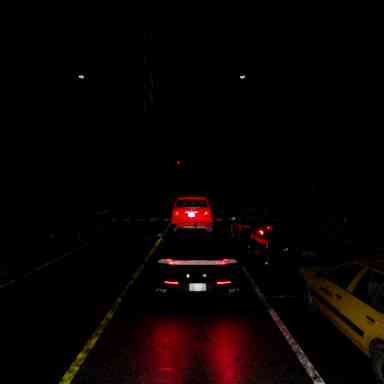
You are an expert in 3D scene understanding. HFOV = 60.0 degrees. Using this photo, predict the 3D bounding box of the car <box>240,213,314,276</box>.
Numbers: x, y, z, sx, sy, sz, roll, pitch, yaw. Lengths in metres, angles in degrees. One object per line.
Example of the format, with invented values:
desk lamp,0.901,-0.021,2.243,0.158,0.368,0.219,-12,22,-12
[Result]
car,2.864,1.561,10.198,1.947,1.339,4.313,-1,0,0

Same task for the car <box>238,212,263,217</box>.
car,2.863,1.574,15.784,1.802,1.307,4.206,-1,0,0

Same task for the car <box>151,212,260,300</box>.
car,0.097,1.488,8.370,2.128,1.511,4.902,0,0,0

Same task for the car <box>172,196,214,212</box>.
car,0.063,1.212,18.719,2.150,2.045,5.566,0,0,2

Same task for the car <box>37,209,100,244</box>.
car,-5.682,1.537,15.779,1.887,1.381,4.507,-1,0,0

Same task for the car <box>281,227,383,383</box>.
car,2.865,1.523,4.781,1.752,1.417,4.829,-1,0,0
